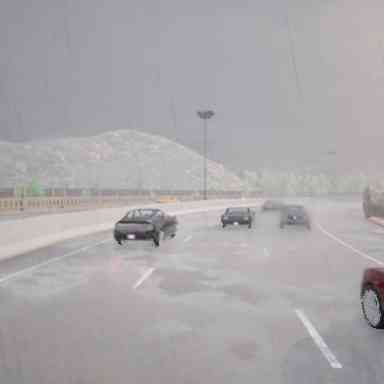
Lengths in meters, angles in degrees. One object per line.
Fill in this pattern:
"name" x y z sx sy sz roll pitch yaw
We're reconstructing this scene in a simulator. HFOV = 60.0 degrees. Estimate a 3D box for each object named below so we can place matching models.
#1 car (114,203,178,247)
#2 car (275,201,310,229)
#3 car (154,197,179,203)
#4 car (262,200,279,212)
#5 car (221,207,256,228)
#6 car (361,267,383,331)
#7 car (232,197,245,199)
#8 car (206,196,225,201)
"car" -1.897 1.480 14.986 2.128 1.511 4.902 0 0 10
"car" 6.748 1.575 21.995 2.033 1.411 5.357 0 0 16
"car" -3.891 1.451 51.297 1.882 1.535 5.008 0 0 30
"car" 9.554 1.601 38.913 1.994 1.385 4.181 0 0 25
"car" 3.203 1.612 22.174 1.895 1.301 4.718 0 0 15
"car" 3.820 1.495 3.853 1.882 1.535 5.008 0 0 2
"car" 7.893 1.573 57.030 2.033 1.411 5.357 0 0 35
"car" 3.816 1.486 57.266 1.882 1.535 5.008 0 0 34
